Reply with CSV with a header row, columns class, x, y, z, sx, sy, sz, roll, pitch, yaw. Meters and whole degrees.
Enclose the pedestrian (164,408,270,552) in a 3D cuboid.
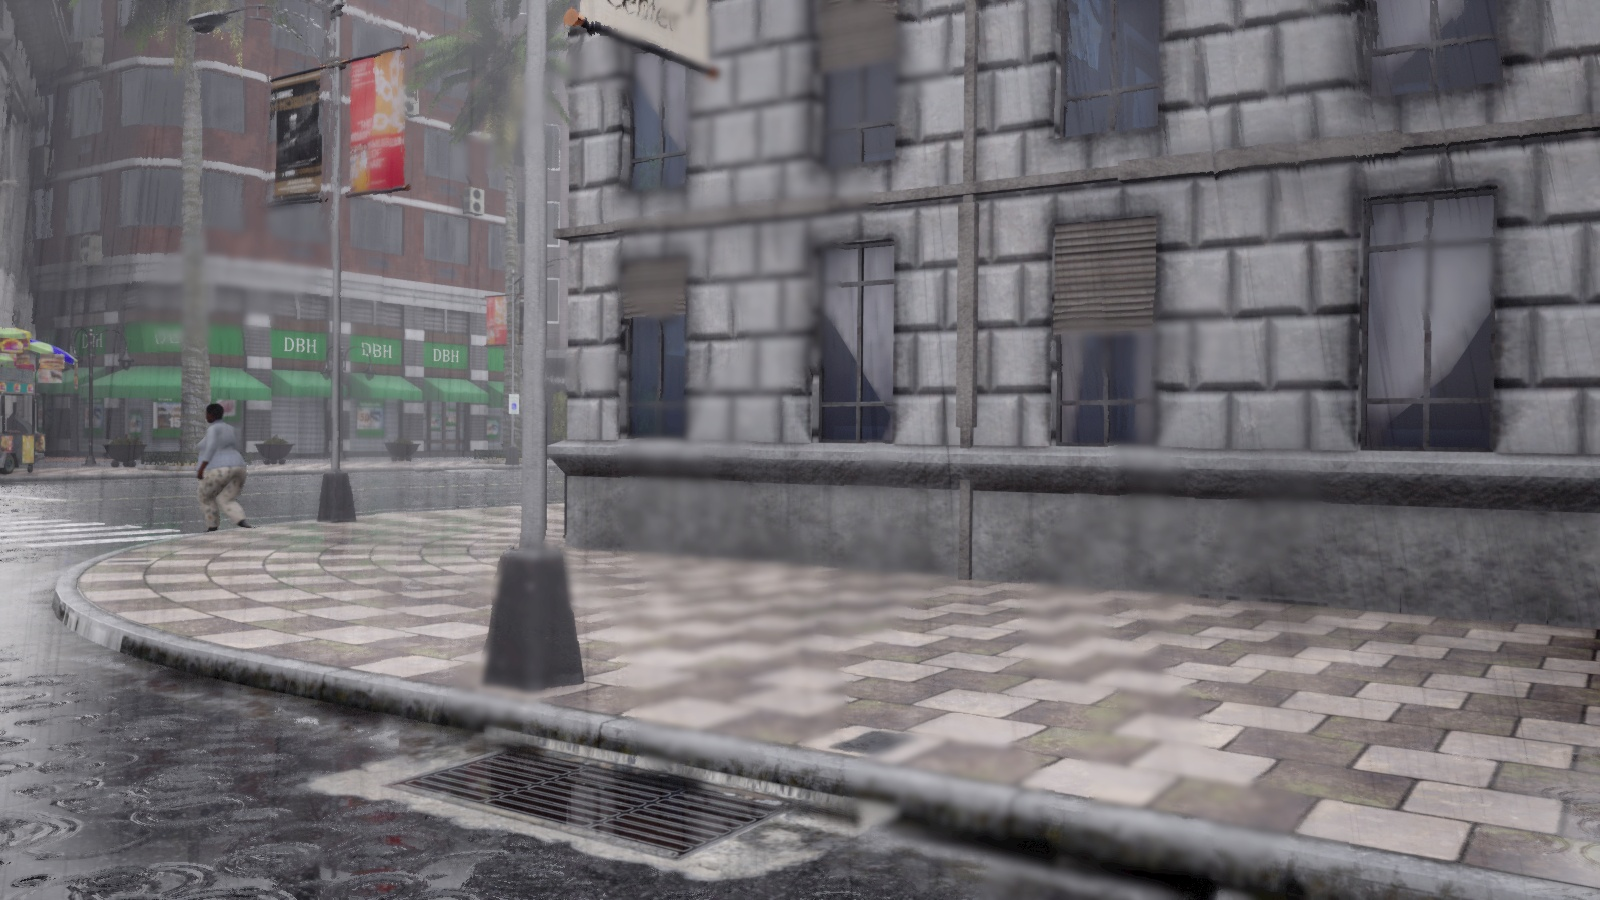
class,x,y,z,sx,sy,sz,roll,pitch,yaw
pedestrian,-7.697,0.381,16.613,0.900,1.855,0.874,0,1,13
